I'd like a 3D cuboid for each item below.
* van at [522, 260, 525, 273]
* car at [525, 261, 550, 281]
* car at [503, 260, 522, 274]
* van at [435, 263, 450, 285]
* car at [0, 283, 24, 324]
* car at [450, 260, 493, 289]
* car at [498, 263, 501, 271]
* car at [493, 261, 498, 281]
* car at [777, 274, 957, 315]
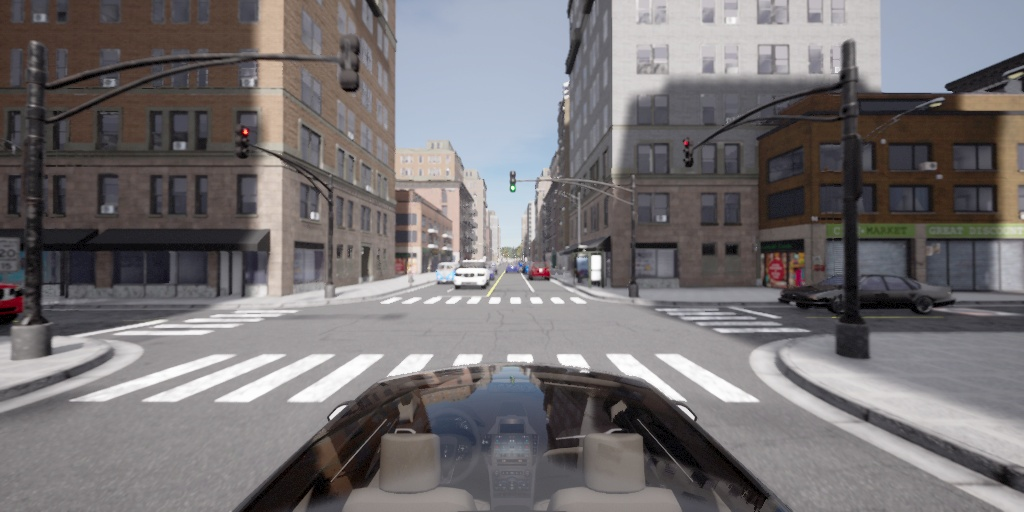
[{"bbox_3d":[2.717,1.752,52.312,1.690,1.789,3.998,0,0,0],"label":"van"},{"bbox_3d":[2.724,1.515,36.095,2.192,1.841,5.009,0,0,0],"label":"car"},{"bbox_3d":[0.078,1.804,55.444,2.097,1.767,4.553,0,-1,1],"label":"car"},{"bbox_3d":[-5.392,1.470,30.692,1.690,1.789,3.998,0,0,0],"label":"van"},{"bbox_3d":[-18.193,1.161,10.623,5.566,2.045,2.150,0,-1,0],"label":"car"},{"bbox_3d":[-2.836,1.296,26.435,2.150,2.045,5.566,0,-1,0],"label":"car"},{"bbox_3d":[-2.810,1.959,48.299,1.895,1.301,4.718,0,-1,0],"label":"car"},{"bbox_3d":[-2.829,1.559,36.642,2.097,1.767,4.553,0,-1,0],"label":"car"},{"bbox_3d":[13.296,1.390,13.602,5.357,1.411,2.033,0,-1,0],"label":"car"}]
